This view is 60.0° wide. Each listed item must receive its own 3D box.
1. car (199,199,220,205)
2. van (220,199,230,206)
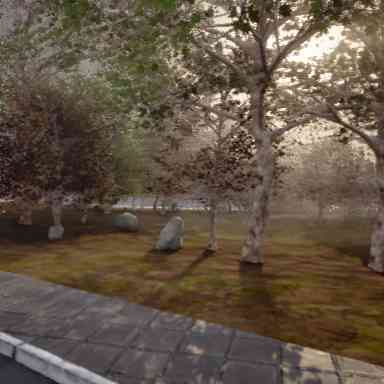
[{"bbox_3d":[4.245,2.663,91.127,2.435,2.045,5.566,4,0,43],"label":"car"},{"bbox_3d":[7.988,2.920,95.091,1.878,1.987,4.442,4,1,43],"label":"van"}]
